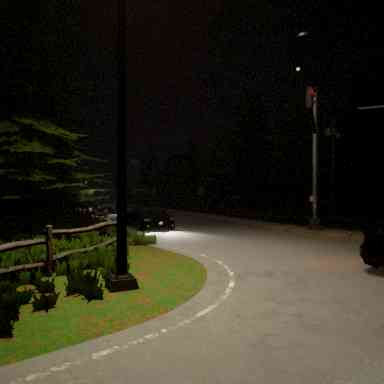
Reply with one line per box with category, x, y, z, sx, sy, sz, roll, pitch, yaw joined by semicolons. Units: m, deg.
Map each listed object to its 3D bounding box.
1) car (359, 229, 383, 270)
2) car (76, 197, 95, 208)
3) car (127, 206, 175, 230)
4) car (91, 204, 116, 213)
car;6.826;1.494;8.176;4.892;1.490;1.837;-1;1;40
car;-16.081;1.488;50.122;2.128;1.511;4.902;0;0;-24
car;-2.610;1.535;20.171;1.994;1.385;4.181;0;0;-26
car;-9.108;1.498;34.400;1.812;1.442;4.674;0;0;-24
